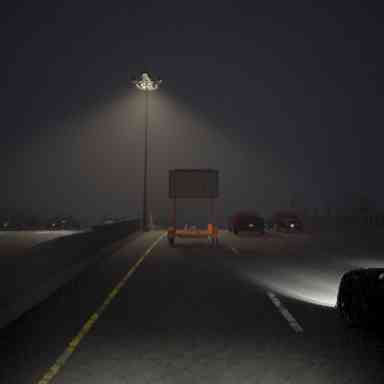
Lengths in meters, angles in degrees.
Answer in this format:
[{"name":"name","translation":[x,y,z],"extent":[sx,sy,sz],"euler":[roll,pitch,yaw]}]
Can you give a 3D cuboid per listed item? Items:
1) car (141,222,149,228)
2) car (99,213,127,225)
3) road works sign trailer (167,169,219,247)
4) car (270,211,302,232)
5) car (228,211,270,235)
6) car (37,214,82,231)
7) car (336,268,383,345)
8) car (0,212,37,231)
[{"name":"car","translation":[-10.523,7.151,71.868],"extent":[1.994,1.385,4.181],"euler":[0,-6,0]},{"name":"car","translation":[-7.113,2.674,30.526],"extent":[2.128,1.511,4.902],"euler":[0,-5,0]},{"name":"road works sign trailer","translation":[0.089,0.684,16.096],"extent":[2.380,3.560,2.880],"euler":[0,-2,3]},{"name":"car","translation":[7.089,2.295,25.939],"extent":[1.837,1.490,4.892],"euler":[0,-4,0]},{"name":"car","translation":[3.590,2.038,22.630],"extent":[1.882,1.535,5.008],"euler":[0,-4,0]},{"name":"car","translation":[-10.612,2.477,27.494],"extent":[1.994,1.385,4.181],"euler":[0,-5,0]},{"name":"car","translation":[3.599,1.573,4.325],"extent":[1.994,1.385,4.181],"euler":[0,0,0]},{"name":"car","translation":[-14.112,2.420,27.682],"extent":[2.128,1.511,4.902],"euler":[0,-5,0]}]
